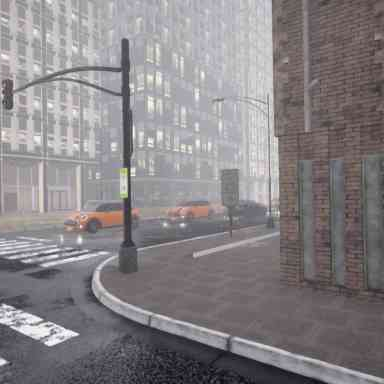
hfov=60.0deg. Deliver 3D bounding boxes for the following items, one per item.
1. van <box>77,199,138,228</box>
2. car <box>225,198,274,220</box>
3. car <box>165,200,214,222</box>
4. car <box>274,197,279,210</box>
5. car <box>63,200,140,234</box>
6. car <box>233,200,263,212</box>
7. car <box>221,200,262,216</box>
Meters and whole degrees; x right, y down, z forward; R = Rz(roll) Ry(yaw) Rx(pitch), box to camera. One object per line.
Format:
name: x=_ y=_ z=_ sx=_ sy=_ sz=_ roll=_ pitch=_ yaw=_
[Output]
van: x=-5.895 y=1.460 z=23.492 sx=1.690 sy=1.788 sz=3.998 roll=-2 pitch=-1 yaw=36
car: x=4.753 y=1.517 z=28.338 sx=2.128 sy=1.511 sz=4.902 roll=-1 pitch=-1 yaw=36
car: x=-0.128 y=1.432 z=27.047 sx=2.097 sy=1.767 sz=4.553 roll=-1 pitch=-1 yaw=36
car: x=11.094 y=1.471 z=42.521 sx=2.097 sy=1.767 sz=4.553 roll=-1 pitch=-1 yaw=36
car: x=-5.335 y=1.416 z=19.892 sx=2.097 sy=1.767 sz=4.553 roll=-1 pitch=-1 yaw=37
car: x=7.011 y=1.689 z=41.350 sx=1.752 sy=1.417 sz=4.829 roll=-2 pitch=-1 yaw=36
car: x=5.151 y=1.590 z=34.341 sx=2.128 sy=1.511 sz=4.902 roll=-1 pitch=-1 yaw=36
